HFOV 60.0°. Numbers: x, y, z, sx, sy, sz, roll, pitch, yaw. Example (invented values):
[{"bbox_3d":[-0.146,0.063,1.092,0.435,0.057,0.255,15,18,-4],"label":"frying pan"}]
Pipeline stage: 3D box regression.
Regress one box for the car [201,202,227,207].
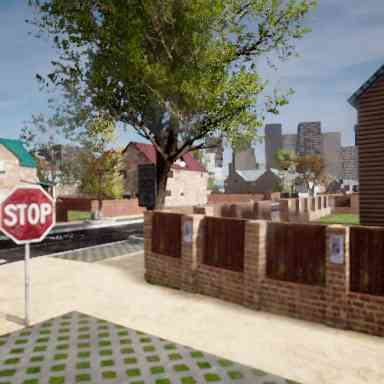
[{"bbox_3d":[1.891,1.416,24.285,1.895,1.301,4.718,-1,0,32],"label":"car"}]
